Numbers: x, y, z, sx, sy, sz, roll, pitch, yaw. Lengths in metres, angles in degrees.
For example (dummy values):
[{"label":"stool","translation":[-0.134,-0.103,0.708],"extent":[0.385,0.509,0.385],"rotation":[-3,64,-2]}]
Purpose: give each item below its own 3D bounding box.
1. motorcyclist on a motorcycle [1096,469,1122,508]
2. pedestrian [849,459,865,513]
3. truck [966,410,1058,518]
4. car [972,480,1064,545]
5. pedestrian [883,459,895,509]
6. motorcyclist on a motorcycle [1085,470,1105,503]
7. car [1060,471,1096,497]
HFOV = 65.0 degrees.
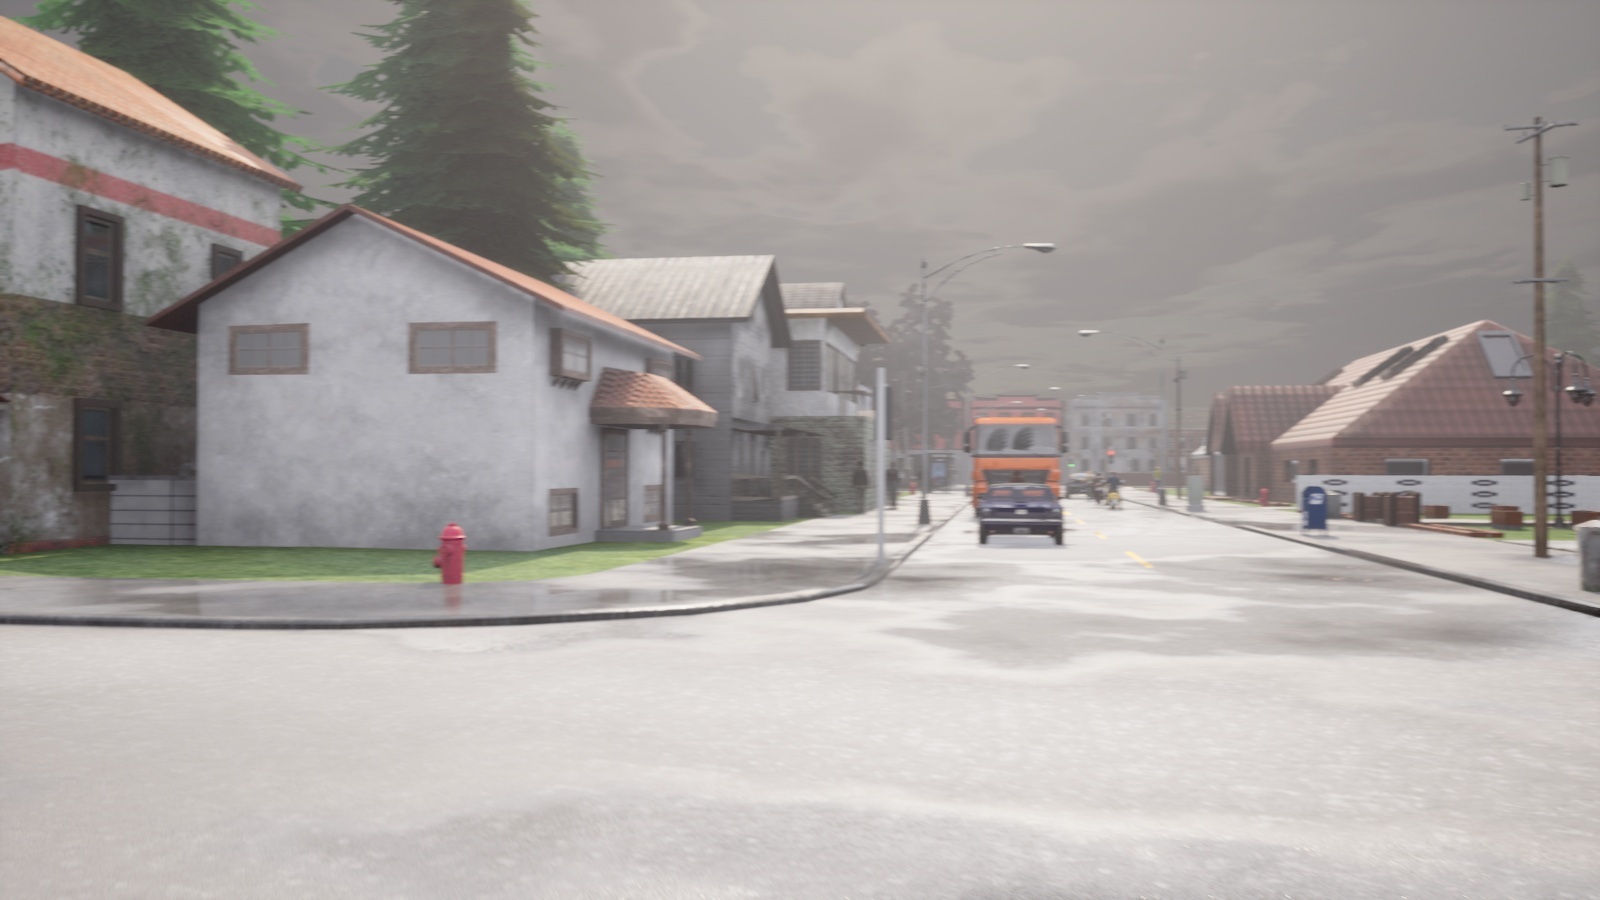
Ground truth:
[{"label":"motorcyclist on a motorcycle","translation":[12.657,1.559,51.422],"extent":[0.866,1.590,1.817],"rotation":[-1,-1,9]},{"label":"pedestrian","translation":[1.981,1.249,43.591],"extent":[0.431,1.840,0.703],"rotation":[-1,-1,10]},{"label":"truck","translation":[7.463,0.537,44.400],"extent":[2.891,3.462,7.936],"rotation":[-1,-1,9]},{"label":"car","translation":[4.894,1.366,28.476],"extent":[1.895,1.301,4.718],"rotation":[-1,-1,9]},{"label":"pedestrian","translation":[3.452,1.324,48.559],"extent":[0.402,1.930,0.666],"rotation":[-1,-1,9]},{"label":"motorcyclist on a motorcycle","translation":[13.943,1.714,59.377],"extent":[0.797,1.523,2.044],"rotation":[-1,-1,9]},{"label":"car","translation":[16.125,1.953,72.965],"extent":[1.837,1.490,4.892],"rotation":[-1,-1,10]}]
